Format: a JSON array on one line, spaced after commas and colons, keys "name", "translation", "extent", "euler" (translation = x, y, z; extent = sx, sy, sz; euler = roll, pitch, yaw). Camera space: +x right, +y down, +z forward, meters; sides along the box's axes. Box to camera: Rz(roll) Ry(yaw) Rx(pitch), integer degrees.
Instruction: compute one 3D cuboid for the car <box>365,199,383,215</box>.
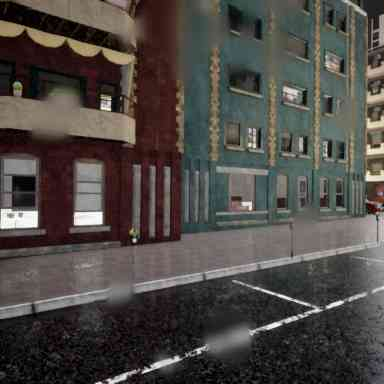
[{"name": "car", "translation": [15.690, 1.240, 32.190], "extent": [2.192, 1.841, 5.009], "euler": [1, 0, -36]}]
